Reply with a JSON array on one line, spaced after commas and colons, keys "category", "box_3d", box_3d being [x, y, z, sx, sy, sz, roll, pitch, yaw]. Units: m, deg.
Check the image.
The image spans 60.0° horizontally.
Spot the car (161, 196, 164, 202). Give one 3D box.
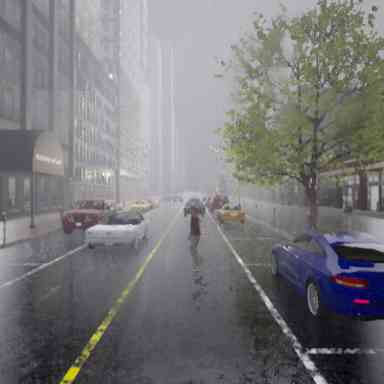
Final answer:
[{"category": "car", "box_3d": [-5.429, 1.420, 46.467, 1.752, 1.417, 4.829, 1, 0, 0]}]

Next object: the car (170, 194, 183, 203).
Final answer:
[{"category": "car", "box_3d": [-2.673, 1.367, 64.033, 1.812, 1.442, 4.674, 0, 0, 1]}]

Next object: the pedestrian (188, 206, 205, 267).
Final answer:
[{"category": "pedestrian", "box_3d": [0.085, 1.275, 9.817, 0.375, 1.860, 0.375, 1, -1, -4]}]

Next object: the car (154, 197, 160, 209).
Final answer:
[{"category": "car", "box_3d": [-5.459, 1.474, 41.093, 1.947, 1.339, 4.313, 1, 0, 0]}]

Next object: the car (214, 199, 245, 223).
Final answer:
[{"category": "car", "box_3d": [2.833, 1.475, 24.580, 1.752, 1.417, 4.829, 1, 0, 0]}]

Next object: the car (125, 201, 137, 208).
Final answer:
[{"category": "car", "box_3d": [-5.549, 1.476, 24.283, 1.752, 1.417, 4.829, 1, 0, 0]}]

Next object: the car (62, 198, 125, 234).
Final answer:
[{"category": "car", "box_3d": [-5.575, 1.278, 18.907, 2.192, 1.841, 5.009, 1, 0, 0]}]

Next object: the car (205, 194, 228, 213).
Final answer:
[{"category": "car", "box_3d": [2.895, 1.238, 35.501, 2.192, 1.841, 5.009, 1, 0, 0]}]

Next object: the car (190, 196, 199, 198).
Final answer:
[{"category": "car", "box_3d": [0.321, 1.393, 47.772, 1.837, 1.490, 4.892, 0, 0, 1]}]

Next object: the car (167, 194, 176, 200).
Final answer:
[{"category": "car", "box_3d": [-5.219, 1.334, 85.457, 1.947, 1.339, 4.313, 1, 0, 0]}]

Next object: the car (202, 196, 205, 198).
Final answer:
[{"category": "car", "box_3d": [2.955, 1.208, 46.594, 2.192, 1.841, 5.009, 1, 0, 0]}]

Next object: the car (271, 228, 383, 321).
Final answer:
[{"category": "car", "box_3d": [3.037, 1.513, 7.159, 1.812, 1.442, 4.674, 0, 0, 0]}]

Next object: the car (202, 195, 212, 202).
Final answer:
[{"category": "car", "box_3d": [3.072, 1.391, 68.777, 1.947, 1.339, 4.313, 1, 0, 0]}]

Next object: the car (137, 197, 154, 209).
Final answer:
[{"category": "car", "box_3d": [-5.489, 1.449, 35.375, 1.752, 1.417, 4.829, 1, 0, 0]}]

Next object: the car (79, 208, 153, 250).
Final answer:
[{"category": "car", "box_3d": [-3.025, 1.573, 14.323, 1.895, 1.301, 4.718, 0, 0, 0]}]

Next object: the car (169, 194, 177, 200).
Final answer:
[{"category": "car", "box_3d": [-5.189, 1.331, 91.003, 1.802, 1.307, 4.206, 1, 0, 0]}]

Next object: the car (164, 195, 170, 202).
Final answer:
[{"category": "car", "box_3d": [-5.308, 1.392, 68.820, 1.947, 1.339, 4.313, 1, 0, 0]}]

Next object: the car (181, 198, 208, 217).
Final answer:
[{"category": "car", "box_3d": [0.244, 1.535, 31.057, 1.895, 1.301, 4.718, 0, 0, 1]}]
